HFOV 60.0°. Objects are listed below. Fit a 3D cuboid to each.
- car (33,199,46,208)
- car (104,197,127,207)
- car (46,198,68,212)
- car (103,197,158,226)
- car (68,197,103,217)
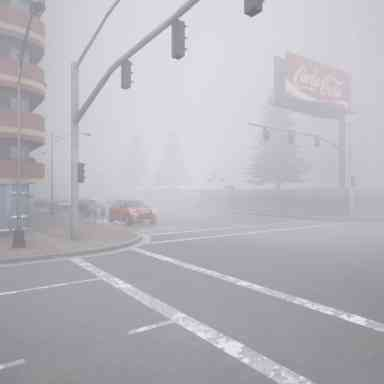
[{"bbox_3d":[-21.261,1.601,47.367,1.895,1.301,4.718,0,0,-35],"label":"car"},{"bbox_3d":[-12.259,1.505,53.093,1.837,1.490,4.892,0,0,-36],"label":"car"},{"bbox_3d":[-15.323,1.478,39.107,1.882,1.535,5.008,0,0,-36],"label":"car"},{"bbox_3d":[-4.315,1.352,23.899,2.097,1.767,4.553,0,0,-36],"label":"car"},{"bbox_3d":[-9.652,1.491,31.265,2.128,1.511,4.902,0,0,-36],"label":"car"}]
